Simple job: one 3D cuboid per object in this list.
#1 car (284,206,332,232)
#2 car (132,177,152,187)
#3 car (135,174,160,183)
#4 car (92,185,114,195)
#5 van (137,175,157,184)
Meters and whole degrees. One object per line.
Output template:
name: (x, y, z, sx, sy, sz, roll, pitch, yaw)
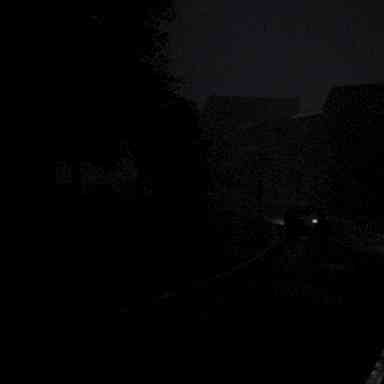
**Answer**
car: (6.743, 1.500, 19.687, 1.994, 1.385, 4.181, 0, 1, 6)
car: (-10.303, -1.900, 70.316, 4.892, 1.521, 2.231, -1, 6, -23)
car: (-11.016, -3.321, 82.379, 5.566, 2.045, 2.435, -1, 6, -23)
car: (-13.023, -0.284, 48.866, 1.812, 1.442, 4.674, -1, 2, -39)
van: (-10.710, -3.007, 79.420, 4.442, 1.987, 1.878, -1, 6, -23)
